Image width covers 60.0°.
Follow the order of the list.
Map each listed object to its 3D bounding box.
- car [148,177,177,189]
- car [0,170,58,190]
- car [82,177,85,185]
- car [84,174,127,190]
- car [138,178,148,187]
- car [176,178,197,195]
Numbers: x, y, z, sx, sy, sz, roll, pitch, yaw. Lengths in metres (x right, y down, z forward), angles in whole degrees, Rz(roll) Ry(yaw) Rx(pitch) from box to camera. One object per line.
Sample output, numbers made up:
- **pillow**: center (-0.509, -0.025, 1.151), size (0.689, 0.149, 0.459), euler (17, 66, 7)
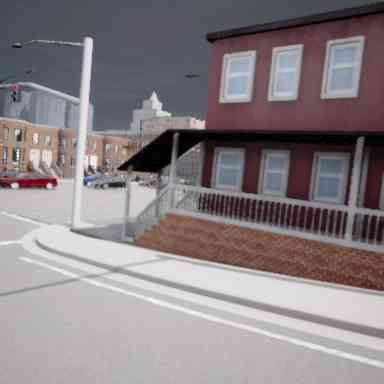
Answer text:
- **car**: center (-3.255, -1.163, 45.112), size (2.097, 1.767, 4.553), euler (8, 5, 36)
- **car**: center (-14.484, -1.048, 29.546), size (1.882, 1.535, 5.008), euler (8, 5, 35)
- **car**: center (-11.454, -1.447, 39.720), size (1.882, 1.535, 5.008), euler (8, 5, 36)
- **car**: center (-8.981, -1.030, 37.204), size (2.128, 1.511, 4.902), euler (8, 5, 35)
- **car**: center (-5.592, -1.427, 47.843), size (2.128, 1.511, 4.902), euler (8, 5, 36)
- **car**: center (1.069, -0.469, 38.885), size (2.150, 2.045, 5.566), euler (8, 5, 36)
